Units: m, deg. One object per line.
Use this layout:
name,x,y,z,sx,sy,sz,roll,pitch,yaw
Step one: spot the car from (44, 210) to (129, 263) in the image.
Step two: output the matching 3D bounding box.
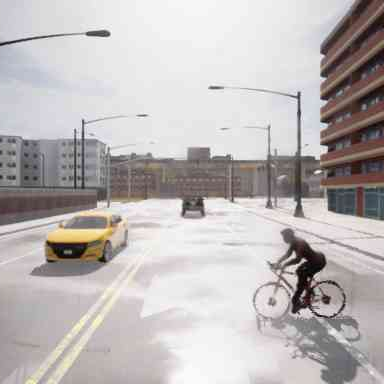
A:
car,-3.588,1.477,12.156,1.882,1.535,5.008,0,0,0

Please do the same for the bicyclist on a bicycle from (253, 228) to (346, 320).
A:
bicyclist on a bicycle,1.874,1.453,5.863,1.656,1.620,0.582,-2,0,0

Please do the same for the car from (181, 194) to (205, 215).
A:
car,0.109,1.220,33.690,2.150,2.045,5.566,0,0,0
